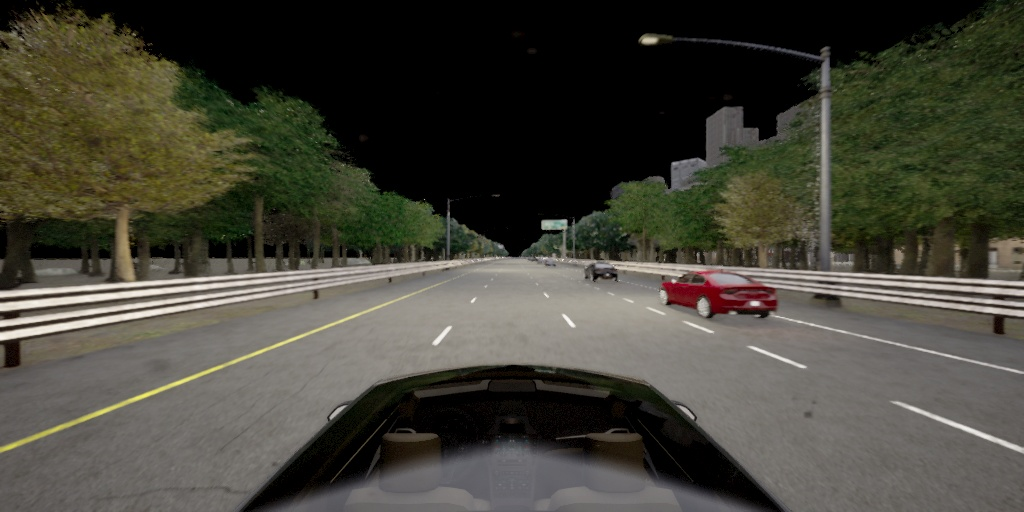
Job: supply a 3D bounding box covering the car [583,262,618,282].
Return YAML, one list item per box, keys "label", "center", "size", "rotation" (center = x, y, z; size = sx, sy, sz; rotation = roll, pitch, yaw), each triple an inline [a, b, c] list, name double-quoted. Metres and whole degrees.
- label: "car"
  center: [7.035, 1.252, 28.868]
  size: [1.882, 1.535, 5.008]
  rotation: [0, 0, 0]

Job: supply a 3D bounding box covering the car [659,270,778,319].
- label: "car"
  center: [7.004, 1.246, 12.812]
  size: [1.882, 1.535, 5.008]
  rotation: [0, -1, 0]
